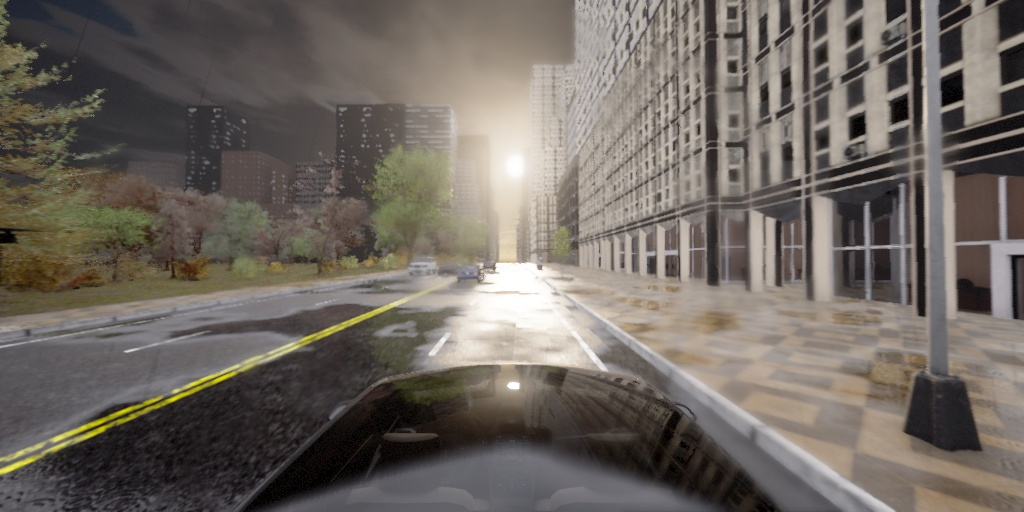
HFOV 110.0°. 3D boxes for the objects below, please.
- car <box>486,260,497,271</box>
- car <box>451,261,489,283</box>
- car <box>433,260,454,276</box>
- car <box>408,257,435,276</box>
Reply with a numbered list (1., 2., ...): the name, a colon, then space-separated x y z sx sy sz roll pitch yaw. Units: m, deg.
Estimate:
1. car: -3.314 1.400 53.355 2.128 1.511 4.902 0 0 0
2. car: -3.232 1.352 28.730 2.033 1.411 5.357 0 0 0
3. car: -6.644 1.397 38.478 2.033 1.411 5.357 0 0 0
4. car: -9.883 1.090 40.147 2.150 2.045 5.566 0 -1 0
